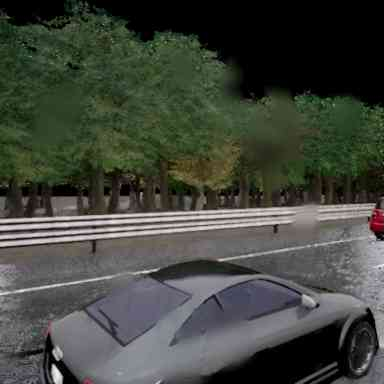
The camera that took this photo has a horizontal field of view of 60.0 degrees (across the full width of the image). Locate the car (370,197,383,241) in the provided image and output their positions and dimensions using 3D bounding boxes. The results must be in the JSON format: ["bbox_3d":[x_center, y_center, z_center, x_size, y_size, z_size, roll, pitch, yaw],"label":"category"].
[{"bbox_3d":[10.553,1.219,15.574,5.566,2.045,2.150,0,0,-35],"label":"car"}]

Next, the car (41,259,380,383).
[{"bbox_3d":[0.454,1.565,4.070,4.181,1.385,1.994,0,0,-36],"label":"car"}]
